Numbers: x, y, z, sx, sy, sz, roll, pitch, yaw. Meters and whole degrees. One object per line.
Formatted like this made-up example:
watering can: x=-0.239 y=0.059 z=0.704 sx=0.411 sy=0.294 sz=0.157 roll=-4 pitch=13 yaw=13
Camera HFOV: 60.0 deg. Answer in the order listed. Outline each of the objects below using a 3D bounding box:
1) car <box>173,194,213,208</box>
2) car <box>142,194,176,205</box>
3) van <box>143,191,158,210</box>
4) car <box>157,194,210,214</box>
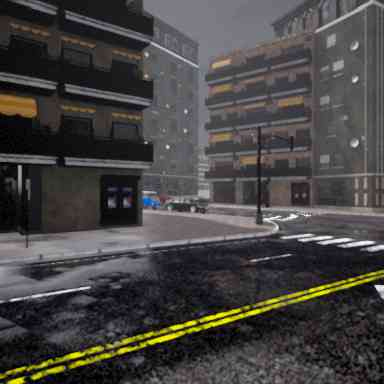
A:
car: x=0.111 y=1.048 z=39.365 sx=4.403 sy=1.369 sz=2.008 roll=1 pitch=0 yaw=37
car: x=-4.315 y=0.968 z=42.673 sx=4.206 sy=1.307 sz=1.802 roll=1 pitch=0 yaw=37
van: x=-4.927 y=0.822 z=32.675 sx=3.998 sy=1.788 sz=1.690 roll=1 pitch=0 yaw=37
car: x=-0.507 y=1.143 z=29.365 sx=4.403 sy=1.369 sz=2.008 roll=1 pitch=0 yaw=37
